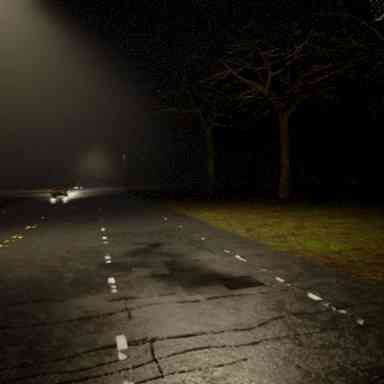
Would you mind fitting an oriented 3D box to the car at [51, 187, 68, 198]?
[{"bbox_3d":[-19.202,0.020,48.226,1.882,1.535,5.008,-2,3,-16],"label":"car"}]
